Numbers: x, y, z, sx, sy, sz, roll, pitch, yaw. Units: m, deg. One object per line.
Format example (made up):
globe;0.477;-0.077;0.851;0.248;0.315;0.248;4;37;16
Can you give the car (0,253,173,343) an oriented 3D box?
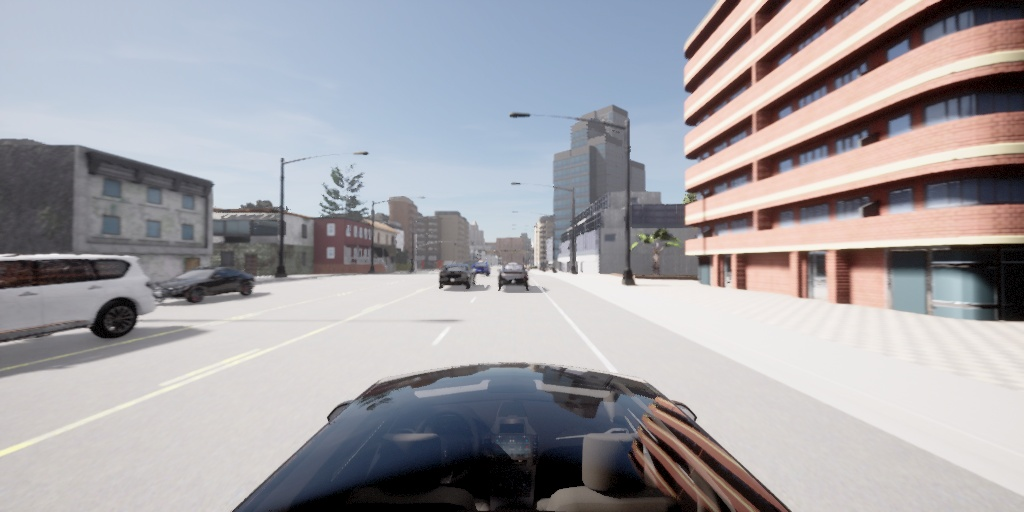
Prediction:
car;-10.590;0.962;7.201;2.150;2.045;5.566;0;0;0

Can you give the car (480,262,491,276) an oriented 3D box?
car;-3.389;1.441;40.062;1.882;1.535;5.008;0;-1;0

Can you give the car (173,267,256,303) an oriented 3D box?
car;-14.040;1.260;16.561;1.812;1.442;4.674;0;0;1

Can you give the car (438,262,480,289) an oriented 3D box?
car;-3.406;1.215;23.066;1.882;1.535;5.008;0;0;0

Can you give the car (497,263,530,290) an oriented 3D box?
car;0.090;1.230;22.138;2.128;1.511;4.902;0;0;0
